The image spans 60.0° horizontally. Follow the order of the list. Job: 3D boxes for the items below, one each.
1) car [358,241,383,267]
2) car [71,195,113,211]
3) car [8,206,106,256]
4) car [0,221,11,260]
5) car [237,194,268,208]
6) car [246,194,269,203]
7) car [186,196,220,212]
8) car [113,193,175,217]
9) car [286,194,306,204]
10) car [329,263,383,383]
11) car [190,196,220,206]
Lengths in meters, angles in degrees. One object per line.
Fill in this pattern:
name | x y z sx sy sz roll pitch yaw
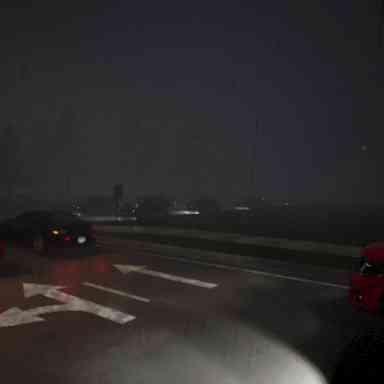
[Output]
car | 5.252 1.249 4.539 5.566 2.045 2.150 1 1 36
car | -9.317 1.094 32.111 1.837 1.490 4.892 1 1 36
car | -5.470 1.345 12.193 4.674 1.442 1.812 1 1 36
car | -7.150 1.428 9.041 4.718 1.301 1.895 1 1 35
car | 7.905 1.251 43.766 2.033 1.411 5.357 1 1 36
car | 12.174 1.146 61.286 2.033 1.411 5.357 1 1 37
car | 1.194 1.265 34.616 1.994 1.385 4.181 1 1 37
car | -3.890 1.051 27.663 2.097 1.767 4.553 1 1 36
car | 17.944 1.060 57.314 2.097 1.767 4.553 1 1 37
car | 2.954 1.587 1.883 4.181 1.385 1.994 1 1 35
car | 1.955 1.194 47.486 1.895 1.301 4.718 1 1 36
